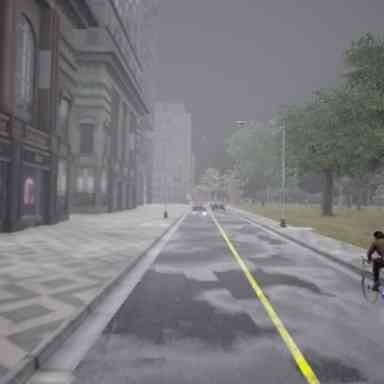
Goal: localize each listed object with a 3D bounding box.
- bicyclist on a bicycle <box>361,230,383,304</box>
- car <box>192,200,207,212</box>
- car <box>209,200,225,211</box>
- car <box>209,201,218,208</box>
[{"bbox_3d":[3.907,1.632,6.839,0.582,1.620,1.656,1,-1,1],"label":"bicyclist on a bicycle"},{"bbox_3d":[1.129,2.057,50.888,2.097,1.767,4.553,1,-1,2],"label":"car"},{"bbox_3d":[4.461,2.233,57.004,2.097,1.767,4.553,1,-1,1],"label":"car"},{"bbox_3d":[4.767,2.687,73.117,1.812,1.442,4.674,1,-1,1],"label":"car"}]
